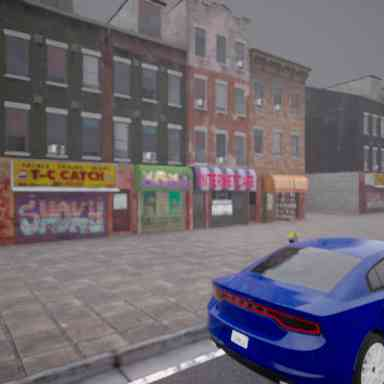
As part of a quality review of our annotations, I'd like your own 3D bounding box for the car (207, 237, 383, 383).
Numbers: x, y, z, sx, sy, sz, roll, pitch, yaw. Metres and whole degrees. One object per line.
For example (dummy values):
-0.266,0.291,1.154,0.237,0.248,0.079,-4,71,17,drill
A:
2.538,1.434,5.076,5.008,1.535,1.882,-1,0,-35,car
